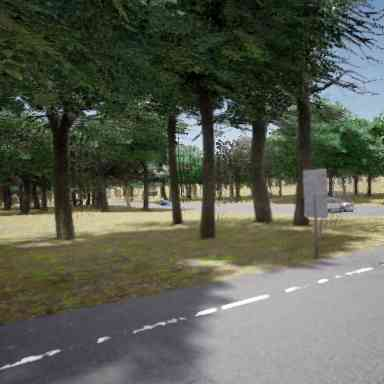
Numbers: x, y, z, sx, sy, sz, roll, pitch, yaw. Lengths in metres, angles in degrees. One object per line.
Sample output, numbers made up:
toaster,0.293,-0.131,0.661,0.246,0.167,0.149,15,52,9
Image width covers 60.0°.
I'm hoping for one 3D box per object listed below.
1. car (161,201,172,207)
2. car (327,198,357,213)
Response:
car,-6.959,3.239,92.365,1.882,1.535,5.008,-4,1,-29
car,21.121,1.942,48.938,2.150,2.045,5.566,-4,1,-36
